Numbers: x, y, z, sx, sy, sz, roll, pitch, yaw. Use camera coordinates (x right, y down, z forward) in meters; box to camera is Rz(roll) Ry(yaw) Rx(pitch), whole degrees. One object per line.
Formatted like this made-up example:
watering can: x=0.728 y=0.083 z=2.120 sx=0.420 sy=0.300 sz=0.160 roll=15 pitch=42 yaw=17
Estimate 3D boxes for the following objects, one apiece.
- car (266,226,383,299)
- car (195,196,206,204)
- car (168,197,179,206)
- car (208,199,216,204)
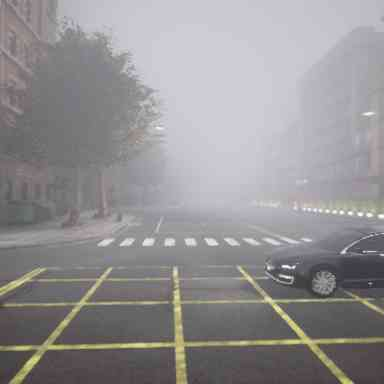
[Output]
car: x=4.323 y=1.632 z=8.303 sx=4.892 sy=1.490 sz=1.837 roll=0 pitch=-1 yaw=-3
car: x=1.996 y=2.520 z=93.323 sx=1.882 sy=1.535 sz=5.008 roll=0 pitch=-1 yaw=-4
car: x=-4.109 y=2.522 z=78.942 sx=2.128 sy=1.511 sz=4.902 roll=0 pitch=-1 yaw=-4
car: x=5.489 y=2.586 z=93.547 sx=2.128 sy=1.511 sz=4.902 roll=0 pitch=-1 yaw=-4
